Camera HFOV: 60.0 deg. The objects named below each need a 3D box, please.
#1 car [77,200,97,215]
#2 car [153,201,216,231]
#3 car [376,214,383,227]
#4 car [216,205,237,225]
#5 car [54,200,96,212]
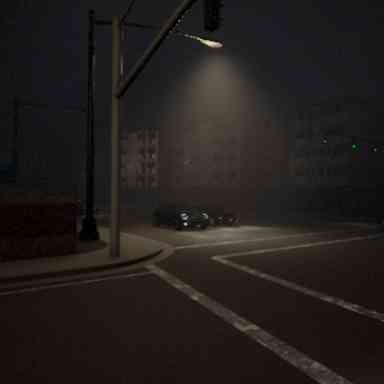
[{"bbox_3d":[-12.120,1.659,35.645,4.674,1.442,1.812,0,-1,38],"label":"car"},{"bbox_3d":[-0.806,1.503,22.137,2.097,1.767,4.553,1,-1,-33],"label":"car"},{"bbox_3d":[15.561,1.795,23.145,1.882,1.535,5.008,1,-1,-34],"label":"car"},{"bbox_3d":[1.329,1.696,25.186,1.837,1.490,4.892,1,0,-35],"label":"car"},{"bbox_3d":[-14.694,1.699,41.729,5.357,1.411,2.033,0,-1,31],"label":"car"}]
